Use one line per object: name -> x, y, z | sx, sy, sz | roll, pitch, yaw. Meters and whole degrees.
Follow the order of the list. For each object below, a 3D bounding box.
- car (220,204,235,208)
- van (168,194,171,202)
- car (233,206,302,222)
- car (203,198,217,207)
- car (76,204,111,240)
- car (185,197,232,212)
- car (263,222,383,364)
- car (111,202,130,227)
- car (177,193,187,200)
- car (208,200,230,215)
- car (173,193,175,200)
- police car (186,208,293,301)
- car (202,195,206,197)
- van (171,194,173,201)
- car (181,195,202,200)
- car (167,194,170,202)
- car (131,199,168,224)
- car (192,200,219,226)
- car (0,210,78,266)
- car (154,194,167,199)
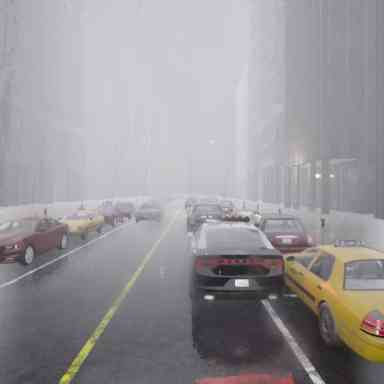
car -> 2.743, 1.547, 17.255 | 1.887, 1.381, 4.507 | 0, 0, 0
van -> -5.836, 1.376, 68.338 | 1.690, 1.788, 3.998 | 0, 0, 0
car -> 2.750, 1.441, 11.578 | 1.967, 1.590, 4.097 | 0, 0, 0
car -> 2.707, 1.588, 51.320 | 1.947, 1.339, 4.313 | 0, 0, 0
car -> -5.781, 1.528, 17.071 | 1.752, 1.417, 4.829 | 0, 0, 0
car -> 0.746, 1.355, 18.382 | 2.097, 1.767, 4.553 | 0, 0, -1
car -> 2.756, 1.525, 6.070 | 1.752, 1.417, 4.829 | 0, 0, 0
car -> -5.787, 1.550, 22.918 | 1.887, 1.381, 4.507 | 0, 0, 0
car -> -3.099, 1.562, 92.989 | 1.837, 1.490, 4.892 | 0, -1, 0
car -> 2.725, 1.577, 34.288 | 1.947, 1.339, 4.313 | 0, 0, 0
car -> -5.849, 1.359, 79.693 | 2.192, 1.841, 5.009 | 0, 0, 0
police car -> 0.891, 1.426, 8.537 | 1.930, 1.638, 5.238 | 0, 0, 0
car -> 2.713, 1.459, 45.642 | 1.967, 1.590, 4.097 | 0, 0, 0
van -> -5.843, 1.381, 74.016 | 1.690, 1.788, 3.998 | 0, 0, 0
car -> -0.031, 1.510, 45.243 | 2.128, 1.511, 4.902 | 0, 0, 0
car -> -5.830, 1.582, 62.660 | 2.008, 1.369, 4.403 | 0, 0, 0
car -> -3.125, 1.511, 25.328 | 1.837, 1.490, 4.892 | 0, 0, 0
car -> 0.873, 1.461, 24.617 | 1.801, 1.575, 5.366 | 0, 0, 0
car -> -5.775, 1.545, 11.564 | 1.887, 1.381, 4.507 | 0, 0, 0
car -> -5.824, 1.467, 56.983 | 1.967, 1.590, 4.097 | 0, 0, 0
